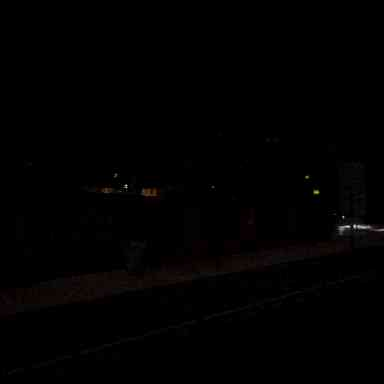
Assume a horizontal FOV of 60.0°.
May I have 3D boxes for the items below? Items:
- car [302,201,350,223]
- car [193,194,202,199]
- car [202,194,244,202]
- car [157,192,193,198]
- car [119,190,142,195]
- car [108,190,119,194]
[{"bbox_3d":[8.222,1.338,22.259,1.994,1.385,4.181,-2,2,-36],"label":"car"},{"bbox_3d":[0.573,0.896,38.499,2.033,1.411,5.357,-2,2,-35],"label":"car"},{"bbox_3d":[3.283,1.102,29.386,1.837,1.490,4.892,-2,2,-35],"label":"car"},{"bbox_3d":[-2.366,0.751,37.571,2.097,1.767,4.553,-2,2,-34],"label":"car"},{"bbox_3d":[-8.005,0.730,45.810,1.812,1.442,4.674,-2,2,-34],"label":"car"},{"bbox_3d":[-13.751,0.360,59.231,2.128,1.511,4.902,-2,2,-34],"label":"car"}]
